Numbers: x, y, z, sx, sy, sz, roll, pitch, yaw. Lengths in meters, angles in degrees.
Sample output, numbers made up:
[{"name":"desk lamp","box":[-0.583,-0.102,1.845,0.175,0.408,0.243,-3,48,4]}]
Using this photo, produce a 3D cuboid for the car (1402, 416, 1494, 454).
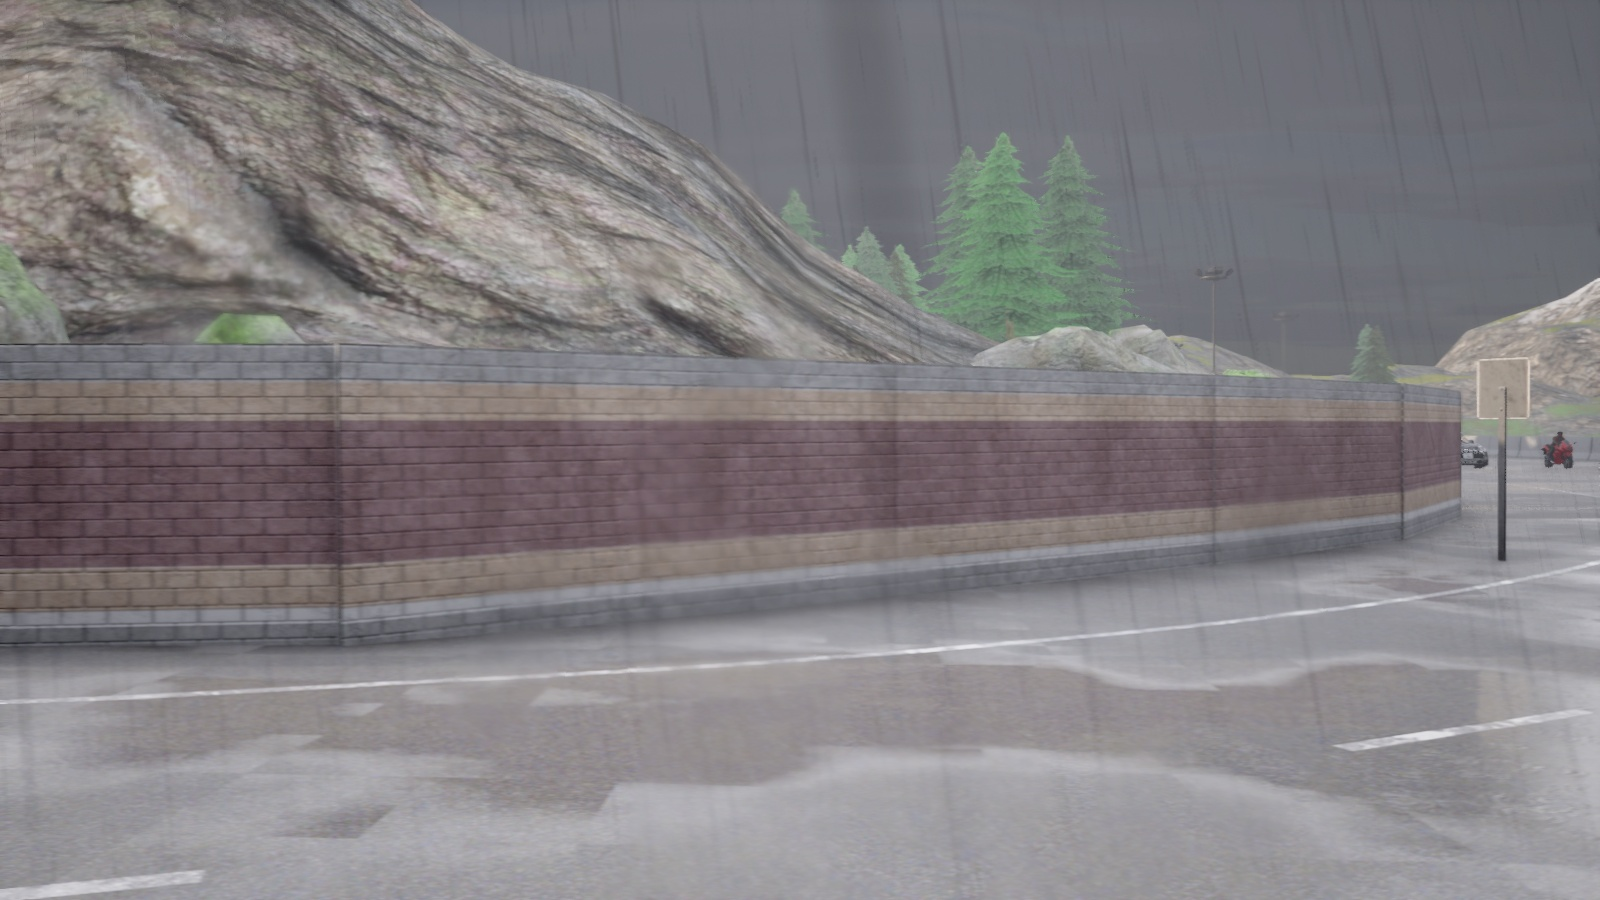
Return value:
[{"name":"car","box":[26.977,-0.619,52.387,1.970,1.475,3.806,-1,1,3]}]

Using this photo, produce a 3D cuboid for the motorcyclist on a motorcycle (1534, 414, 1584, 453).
[{"name":"motorcyclist on a motorcycle","box":[30.383,-0.659,50.288,0.797,1.523,2.044,-1,1,3]}]
